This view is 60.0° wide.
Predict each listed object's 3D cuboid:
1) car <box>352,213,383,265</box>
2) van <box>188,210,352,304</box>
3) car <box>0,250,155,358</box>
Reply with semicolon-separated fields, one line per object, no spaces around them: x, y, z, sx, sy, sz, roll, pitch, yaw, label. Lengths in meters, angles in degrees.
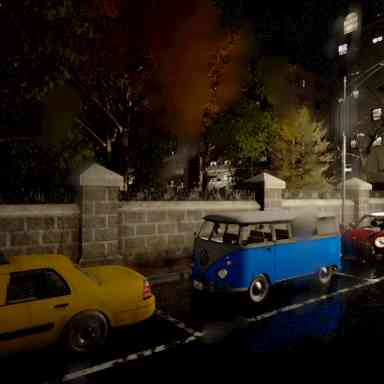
6.393;1.442;11.129;4.097;1.590;1.967;0;1;-36;car
1.829;1.342;7.862;3.998;1.788;1.690;0;1;-36;van
-2.876;1.525;4.499;4.829;1.417;1.752;0;1;-36;car
